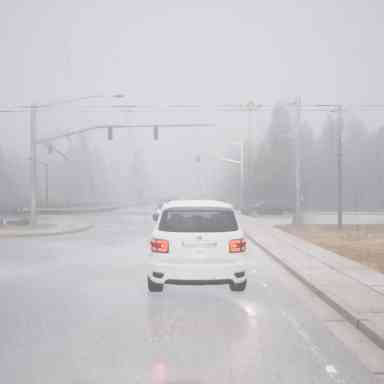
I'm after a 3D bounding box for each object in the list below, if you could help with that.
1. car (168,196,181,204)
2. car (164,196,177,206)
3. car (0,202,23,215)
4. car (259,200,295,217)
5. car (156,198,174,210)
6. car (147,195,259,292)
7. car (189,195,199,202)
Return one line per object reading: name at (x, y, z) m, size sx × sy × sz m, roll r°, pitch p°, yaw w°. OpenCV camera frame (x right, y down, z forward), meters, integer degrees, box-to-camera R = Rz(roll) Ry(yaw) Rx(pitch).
car at (-3.422, 1.490, 65.392) m, size 2.128 × 1.511 × 4.902 m, roll 0°, pitch 0°, yaw 1°
car at (-3.556, 1.503, 55.126) m, size 1.837 × 1.490 × 4.892 m, roll 0°, pitch 0°, yaw 0°
car at (-18.168, 1.590, 31.098) m, size 4.181 × 1.385 × 1.994 m, roll 0°, pitch 0°, yaw 1°
car at (6.957, 1.530, 30.633) m, size 4.892 × 1.490 × 1.837 m, roll 0°, pitch 0°, yaw 1°
car at (-3.584, 1.546, 44.939) m, size 2.033 × 1.411 × 5.357 m, roll 0°, pitch 0°, yaw 0°
car at (0.068, 1.218, 9.086) m, size 2.150 × 2.045 × 5.566 m, roll 0°, pitch 0°, yaw -2°
car at (0.432, 1.522, 77.497) m, size 2.128 × 1.511 × 4.902 m, roll 0°, pitch 0°, yaw 2°
